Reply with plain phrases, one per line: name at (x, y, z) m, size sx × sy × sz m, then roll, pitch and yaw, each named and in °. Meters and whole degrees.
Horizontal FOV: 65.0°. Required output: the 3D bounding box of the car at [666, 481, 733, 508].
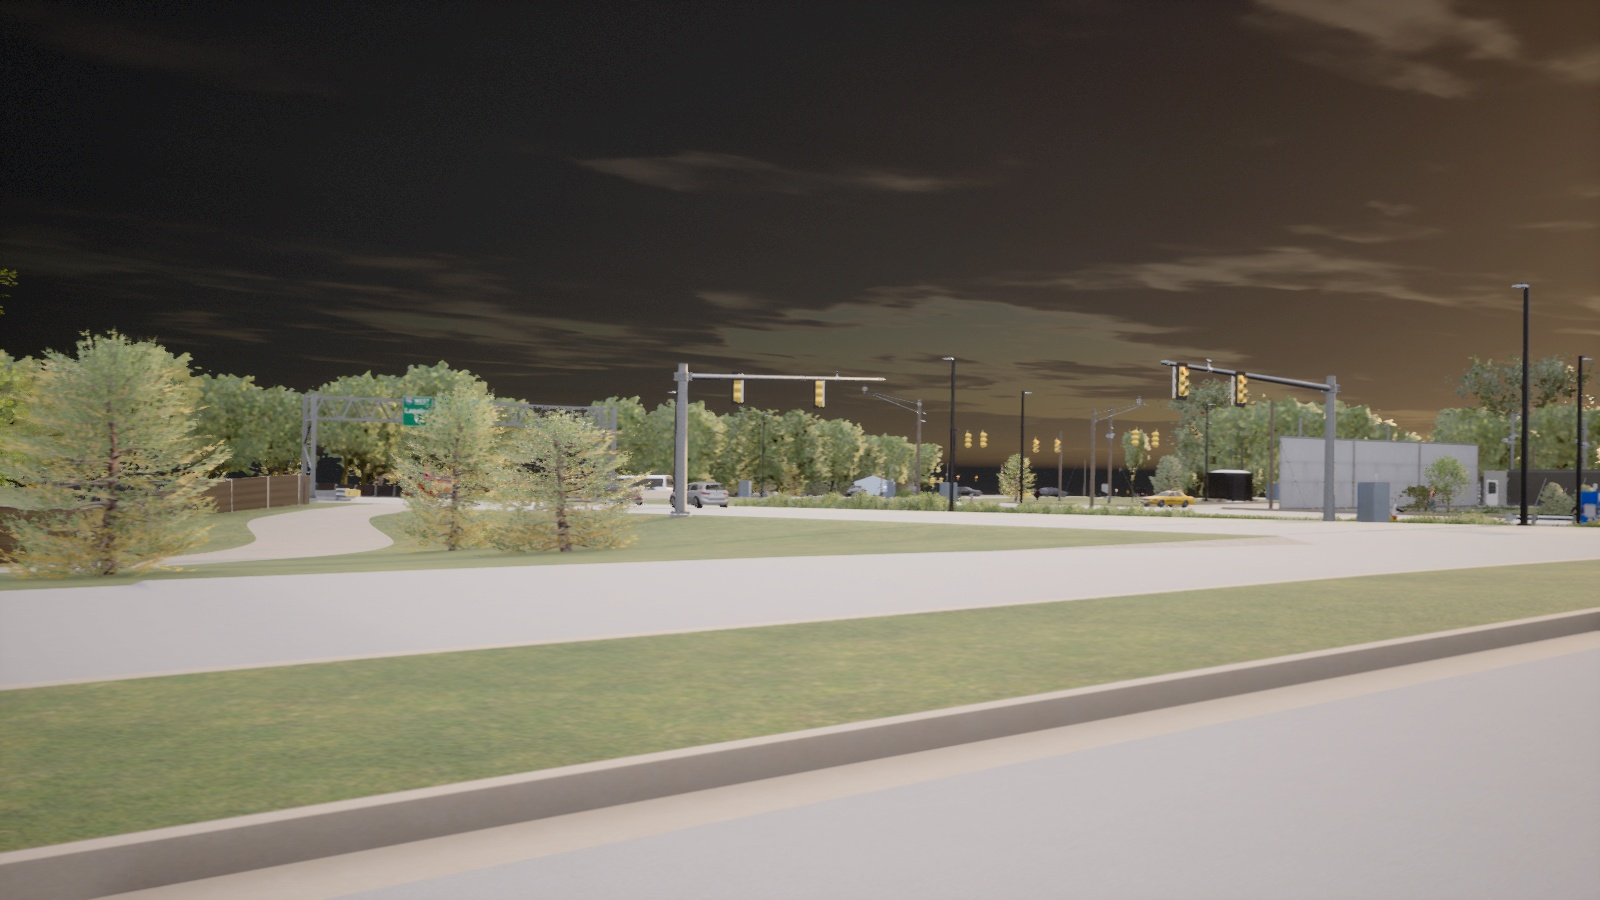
car at (-6.505, 2.845, 80.796) m, size 2.242 × 1.667 × 4.611 m, roll 1°, pitch -2°, yaw -36°
